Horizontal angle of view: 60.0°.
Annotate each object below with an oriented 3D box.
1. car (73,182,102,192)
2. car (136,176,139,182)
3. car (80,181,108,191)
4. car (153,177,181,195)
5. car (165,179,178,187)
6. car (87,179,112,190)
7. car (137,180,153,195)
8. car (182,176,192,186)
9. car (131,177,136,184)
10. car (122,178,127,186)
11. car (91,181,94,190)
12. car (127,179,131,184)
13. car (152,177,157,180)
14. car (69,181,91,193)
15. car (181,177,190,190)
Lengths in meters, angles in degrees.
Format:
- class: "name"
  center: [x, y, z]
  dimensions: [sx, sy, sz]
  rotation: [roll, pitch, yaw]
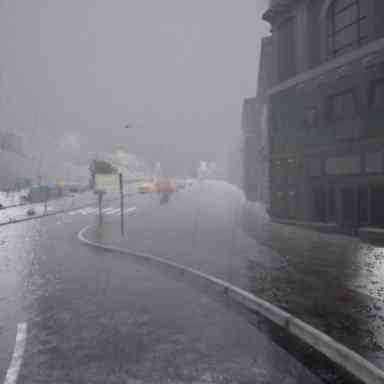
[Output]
- class: "car"
  center: [-18.873, -0.925, 60.258]
  dimensions: [4.674, 1.452, 2.002]
  rotation: [-3, 4, -14]
- class: "car"
  center: [-17.286, -2.841, 86.733]
  dimensions: [5.008, 1.535, 2.097]
  rotation: [-3, 4, -18]
- class: "car"
  center: [-18.585, -1.182, 63.183]
  dimensions: [5.008, 1.535, 2.097]
  rotation: [-3, 4, -14]
- class: "car"
  center: [-3.451, -0.736, 47.161]
  dimensions: [2.150, 2.045, 5.566]
  rotation: [-1, 4, 8]
- class: "car"
  center: [-4.214, -1.902, 68.271]
  dimensions: [2.033, 1.411, 5.357]
  rotation: [-1, 4, 4]
- class: "car"
  center: [-18.373, -1.520, 66.103]
  dimensions: [4.553, 1.767, 2.185]
  rotation: [-3, 4, -15]
- class: "car"
  center: [-6.278, -0.498, 48.584]
  dimensions: [1.882, 1.535, 5.008]
  rotation: [-1, 4, 8]
- class: "car"
  center: [-1.260, -2.236, 67.630]
  dimensions: [2.150, 2.045, 5.566]
  rotation: [-1, 4, 4]
- class: "car"
  center: [-17.380, -2.643, 83.779]
  dimensions: [5.008, 1.535, 2.097]
  rotation: [-3, 4, -18]
- class: "car"
  center: [-17.733, -2.029, 74.935]
  dimensions: [4.892, 1.521, 2.231]
  rotation: [-3, 4, -16]
- class: "car"
  center: [-19.173, -0.746, 57.320]
  dimensions: [4.892, 1.521, 2.231]
  rotation: [-3, 4, -13]
- class: "car"
  center: [-17.587, -2.236, 77.883]
  dimensions: [4.892, 1.521, 2.231]
  rotation: [-3, 4, -17]
- class: "car"
  center: [-5.087, -1.367, 58.684]
  dimensions: [2.097, 1.767, 4.553]
  rotation: [-1, 4, 6]
- class: "car"
  center: [-19.546, -0.495, 54.388]
  dimensions: [4.792, 1.488, 2.163]
  rotation: [-3, 4, -13]
- class: "car"
  center: [-2.184, -1.227, 57.583]
  dimensions: [2.128, 1.511, 4.902]
  rotation: [-1, 4, 6]
